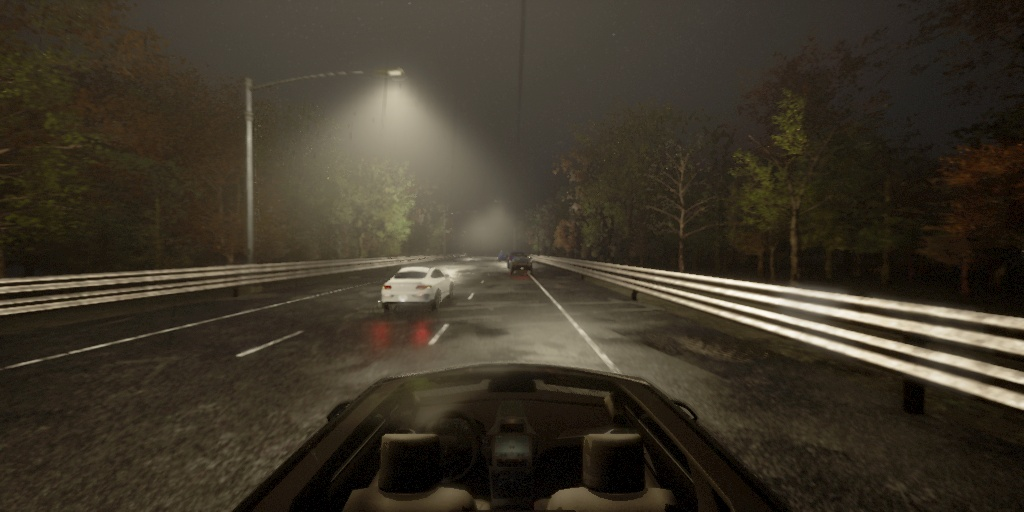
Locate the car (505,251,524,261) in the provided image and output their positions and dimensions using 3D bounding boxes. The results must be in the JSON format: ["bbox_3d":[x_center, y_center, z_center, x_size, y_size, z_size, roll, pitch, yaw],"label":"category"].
[{"bbox_3d":[0.537,0.431,41.086,2.150,2.045,5.566,0,1,-1],"label":"car"}]

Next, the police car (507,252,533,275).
[{"bbox_3d":[0.763,0.759,31.107,1.930,1.638,5.238,0,1,-1],"label":"police car"}]

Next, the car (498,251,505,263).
[{"bbox_3d":[-1.305,0.172,64.952,2.150,2.045,5.566,0,1,-3],"label":"car"}]

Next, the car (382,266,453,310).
[{"bbox_3d":[-3.443,1.104,13.588,1.812,1.442,4.674,0,1,0],"label":"car"}]
